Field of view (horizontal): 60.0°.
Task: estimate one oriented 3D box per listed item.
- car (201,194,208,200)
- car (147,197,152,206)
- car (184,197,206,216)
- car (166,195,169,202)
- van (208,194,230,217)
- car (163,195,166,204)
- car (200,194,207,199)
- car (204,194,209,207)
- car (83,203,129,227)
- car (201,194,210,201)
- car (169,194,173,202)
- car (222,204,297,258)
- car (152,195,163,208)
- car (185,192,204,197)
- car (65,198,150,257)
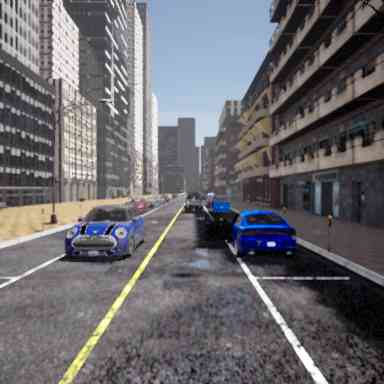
[{"bbox_3d":[3.062,1.219,83.134,1.752,1.417,4.829,0,0,0],"label":"car"},{"bbox_3d":[-5.544,1.295,33.299,1.967,1.590,4.097,0,0,0],"label":"car"},{"bbox_3d":[0.202,1.452,34.868,1.895,1.301,4.718,0,0,1],"label":"car"},{"bbox_3d":[-5.444,1.217,55.389,1.967,1.590,4.097,0,0,0],"label":"car"},{"bbox_3d":[2.836,1.200,33.260,1.690,1.788,3.998,0,0,0],"label":"van"},{"bbox_3d":[-5.469,1.346,49.867,2.008,1.369,4.403,0,0,0],"label":"car"},{"bbox_3d":[3.086,1.205,88.658,1.752,1.417,4.829,0,0,0],"label":"car"},{"bbox_3d":[2.887,1.364,44.305,1.887,1.381,4.507,0,0,0],"label":"car"},{"bbox_3d":[-5.594,1.465,22.253,1.947,1.339,4.313,0,0,0],"label":"car"},{"bbox_3d":[3.037,1.276,77.443,1.947,1.339,4.313,0,0,0],"label":"car"},{"bbox_3d":[-5.394,1.305,66.435,1.947,1.339,4.313,0,0,0],"label":"car"},{"bbox_3d":[2.416,1.422,12.546,1.882,1.535,5.008,0,0,0],"label":"car"},{"bbox_3d":[-5.494,1.366,44.343,2.008,1.369,4.403,0,0,0],"label":"car"},{"bbox_3d":[0.247,1.025,47.875,2.150,2.045,5.566,0,0,1],"label":"car"},{"bbox_3d":[-3.044,1.293,12.532,2.097,1.767,4.553,0,0,0],"label":"car"}]
